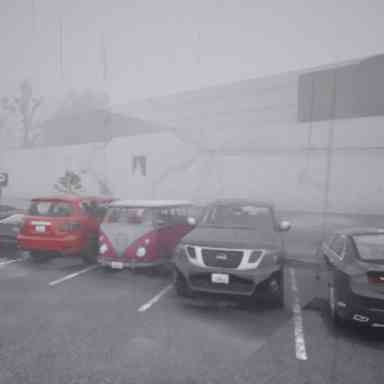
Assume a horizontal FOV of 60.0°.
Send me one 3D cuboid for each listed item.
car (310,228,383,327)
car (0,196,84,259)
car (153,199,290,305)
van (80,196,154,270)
[{"bbox_3d":[3.667,1.484,6.859,2.231,1.521,4.892,0,-1,15],"label":"car"},{"bbox_3d":[-3.616,1.172,12.085,2.435,2.045,5.566,0,0,15],"label":"car"},{"bbox_3d":[1.240,1.212,8.567,2.435,2.045,5.566,1,0,15],"label":"car"},{"bbox_3d":[-1.214,1.216,10.211,1.878,1.987,4.442,1,0,15],"label":"van"}]
